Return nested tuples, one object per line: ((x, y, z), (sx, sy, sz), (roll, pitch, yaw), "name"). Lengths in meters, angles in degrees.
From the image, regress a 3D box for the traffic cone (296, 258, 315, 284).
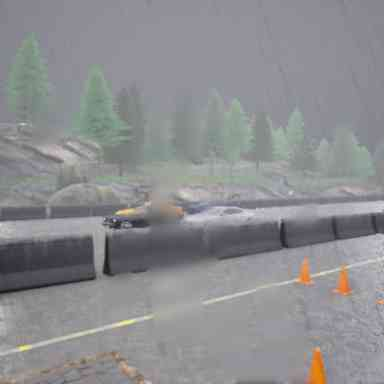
((2.826, 1.950, 8.287), (0.340, 0.580, 0.340), (0, 0, -34), "traffic cone")

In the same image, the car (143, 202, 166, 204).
((-2.991, 1.477, 23.940), (5.008, 1.535, 1.882), (0, 0, -36), "car")

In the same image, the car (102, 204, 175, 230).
((-2.850, 1.606, 19.725), (4.718, 1.301, 1.895), (0, 0, -36), "car")

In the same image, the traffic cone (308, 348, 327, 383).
((1.334, 1.954, 3.522), (0.340, 0.580, 0.340), (0, 0, -36), "traffic cone")

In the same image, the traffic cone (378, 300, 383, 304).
((3.993, 1.947, 6.673), (0.340, 0.580, 0.340), (0, 0, -36), "traffic cone")

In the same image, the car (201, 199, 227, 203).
((1.803, 1.427, 31.716), (5.008, 1.535, 1.882), (0, 0, -36), "car")

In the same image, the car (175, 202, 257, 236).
((1.620, 1.511, 18.634), (4.674, 1.442, 1.812), (0, 0, -36), "car")

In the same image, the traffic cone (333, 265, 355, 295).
((3.407, 1.949, 7.481), (0.340, 0.580, 0.340), (0, 0, -37), "traffic cone")
